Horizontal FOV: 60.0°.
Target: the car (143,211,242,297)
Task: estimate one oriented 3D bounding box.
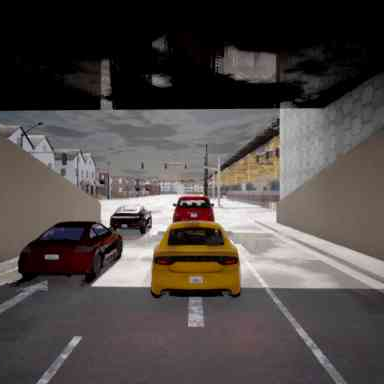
[{"bbox_3d":[0.082,1.478,8.646,1.882,1.535,5.008,0,0,0],"label":"car"}]

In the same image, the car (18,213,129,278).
[{"bbox_3d":[-3.419,1.563,10.128,1.994,1.385,4.181,0,0,0],"label":"car"}]

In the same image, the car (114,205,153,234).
[{"bbox_3d":[-3.415,1.491,19.219,2.128,1.511,4.902,0,0,0],"label":"car"}]

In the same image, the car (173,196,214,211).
[{"bbox_3d":[0.087,1.222,18.629,2.150,2.045,5.566,0,0,0],"label":"car"}]
